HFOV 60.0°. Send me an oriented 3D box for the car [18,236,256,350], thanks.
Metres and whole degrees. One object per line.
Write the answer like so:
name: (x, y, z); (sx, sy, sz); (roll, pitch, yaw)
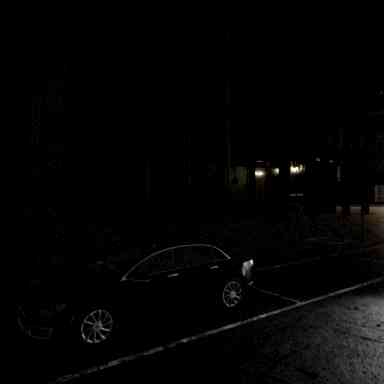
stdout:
car: (-0.740, 1.551, 6.139); (4.403, 1.369, 2.008); (0, 0, -36)
